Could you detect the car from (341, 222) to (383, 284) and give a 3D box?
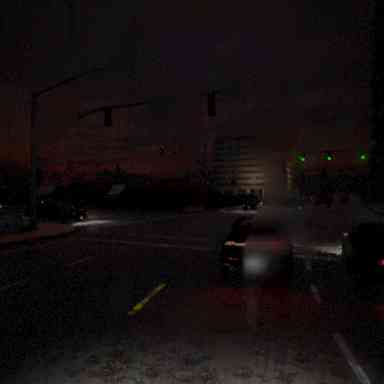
[{"bbox_3d":[5.465,1.561,9.278,2.033,1.411,5.357,0,0,17],"label":"car"}]

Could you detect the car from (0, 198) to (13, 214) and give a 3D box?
[{"bbox_3d":[-21.506,1.450,35.034,4.902,1.511,2.128,0,0,25],"label":"car"}]

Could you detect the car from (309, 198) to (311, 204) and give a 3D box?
[{"bbox_3d":[21.818,1.588,63.967,2.033,1.411,5.357,0,0,24],"label":"car"}]

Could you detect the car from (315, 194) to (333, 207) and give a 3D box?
[{"bbox_3d":[21.028,1.265,53.442,2.150,2.045,5.566,0,0,24],"label":"car"}]

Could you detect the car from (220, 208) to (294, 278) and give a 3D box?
[{"bbox_3d":[2.084,1.493,10.282,2.128,1.511,4.902,0,0,15],"label":"car"}]

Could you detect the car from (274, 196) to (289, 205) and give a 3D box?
[{"bbox_3d":[16.180,1.548,60.032,1.812,1.442,4.674,0,0,25],"label":"car"}]

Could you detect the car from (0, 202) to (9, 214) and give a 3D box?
[{"bbox_3d":[-19.285,1.321,30.163,4.553,1.767,2.097,0,0,25],"label":"car"}]

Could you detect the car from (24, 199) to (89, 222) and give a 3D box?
[{"bbox_3d":[-10.758,1.549,26.244,5.357,1.411,2.033,0,0,25],"label":"car"}]

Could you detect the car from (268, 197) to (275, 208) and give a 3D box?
[{"bbox_3d":[11.442,1.537,49.658,1.812,1.442,4.674,0,0,24],"label":"car"}]

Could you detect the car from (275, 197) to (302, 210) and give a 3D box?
[{"bbox_3d":[13.088,1.568,44.822,2.033,1.411,5.357,0,0,24],"label":"car"}]

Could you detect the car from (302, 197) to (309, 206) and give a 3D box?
[{"bbox_3d":[17.376,1.522,54.265,2.128,1.511,4.902,0,0,24],"label":"car"}]

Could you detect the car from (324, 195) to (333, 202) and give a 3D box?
[{"bbox_3d":[32.423,1.547,78.988,1.882,1.535,5.008,0,0,24],"label":"car"}]

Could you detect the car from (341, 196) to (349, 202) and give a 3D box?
[{"bbox_3d":[35.731,1.622,77.809,2.033,1.411,5.357,0,0,24],"label":"car"}]

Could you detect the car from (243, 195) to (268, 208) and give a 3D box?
[{"bbox_3d":[7.705,1.508,41.418,1.837,1.490,4.892,0,0,24],"label":"car"}]
